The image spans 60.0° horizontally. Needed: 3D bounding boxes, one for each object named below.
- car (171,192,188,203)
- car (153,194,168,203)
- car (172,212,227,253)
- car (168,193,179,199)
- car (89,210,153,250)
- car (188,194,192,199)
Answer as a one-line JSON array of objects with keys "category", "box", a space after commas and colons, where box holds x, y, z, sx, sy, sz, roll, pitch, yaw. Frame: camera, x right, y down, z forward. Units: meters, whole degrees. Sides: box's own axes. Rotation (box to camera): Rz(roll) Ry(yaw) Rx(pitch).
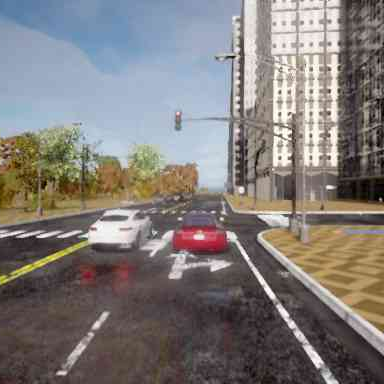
[{"category": "car", "box": [-2.498, 0.977, 60.948, 2.150, 2.045, 5.566, 0, 0, 6]}, {"category": "car", "box": [-5.732, 1.106, 61.343, 2.097, 1.767, 4.553, 0, 0, 6]}, {"category": "car", "box": [0.357, 1.509, 13.396, 1.994, 1.385, 4.181, 0, 0, 3]}, {"category": "car", "box": [-4.314, 0.868, 77.026, 1.994, 1.385, 4.181, 0, 0, 5]}, {"category": "car", "box": [-2.865, 1.468, 14.012, 1.812, 1.442, 4.674, 0, 0, 3]}, {"category": "car", "box": [-1.091, 1.044, 76.583, 2.097, 1.767, 4.553, 0, 0, 5]}]
